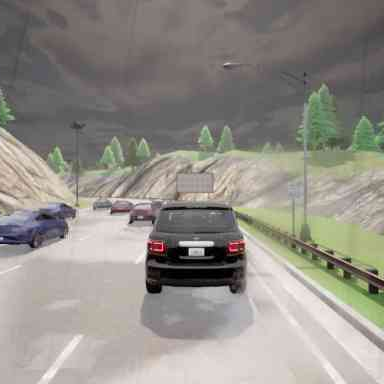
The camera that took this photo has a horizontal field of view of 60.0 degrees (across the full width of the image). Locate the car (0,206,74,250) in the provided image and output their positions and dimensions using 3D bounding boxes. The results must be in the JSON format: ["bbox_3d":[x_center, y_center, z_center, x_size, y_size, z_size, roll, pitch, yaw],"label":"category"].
[{"bbox_3d":[-6.910,1.526,14.250,1.812,1.442,4.674,0,0,0],"label":"car"}]

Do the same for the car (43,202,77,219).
[{"bbox_3d":[-10.431,1.526,25.648,1.812,1.442,4.674,0,0,0],"label":"car"}]

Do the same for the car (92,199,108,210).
[{"bbox_3d":[-11.387,1.547,42.348,2.033,1.411,5.357,0,0,-7],"label":"car"}]

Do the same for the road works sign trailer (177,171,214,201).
[{"bbox_3d":[0.200,0.464,21.663,2.380,3.560,2.880,0,0,0],"label":"road works sign trailer"}]

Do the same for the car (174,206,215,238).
[{"bbox_3d":[0.106,1.557,18.166,1.994,1.385,4.181,0,0,0],"label":"car"}]

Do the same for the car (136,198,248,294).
[{"bbox_3d":[0.092,1.221,8.951,2.150,2.045,5.566,0,0,0],"label":"car"}]

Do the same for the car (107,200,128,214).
[{"bbox_3d":[-7.251,1.564,34.948,1.994,1.385,4.181,0,0,-3],"label":"car"}]

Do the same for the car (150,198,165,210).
[{"bbox_3d":[-4.461,1.526,43.091,1.812,1.442,4.674,0,0,-7],"label":"car"}]

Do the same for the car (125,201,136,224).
[{"bbox_3d":[-3.426,1.525,24.473,1.812,1.442,4.674,0,0,0],"label":"car"}]
